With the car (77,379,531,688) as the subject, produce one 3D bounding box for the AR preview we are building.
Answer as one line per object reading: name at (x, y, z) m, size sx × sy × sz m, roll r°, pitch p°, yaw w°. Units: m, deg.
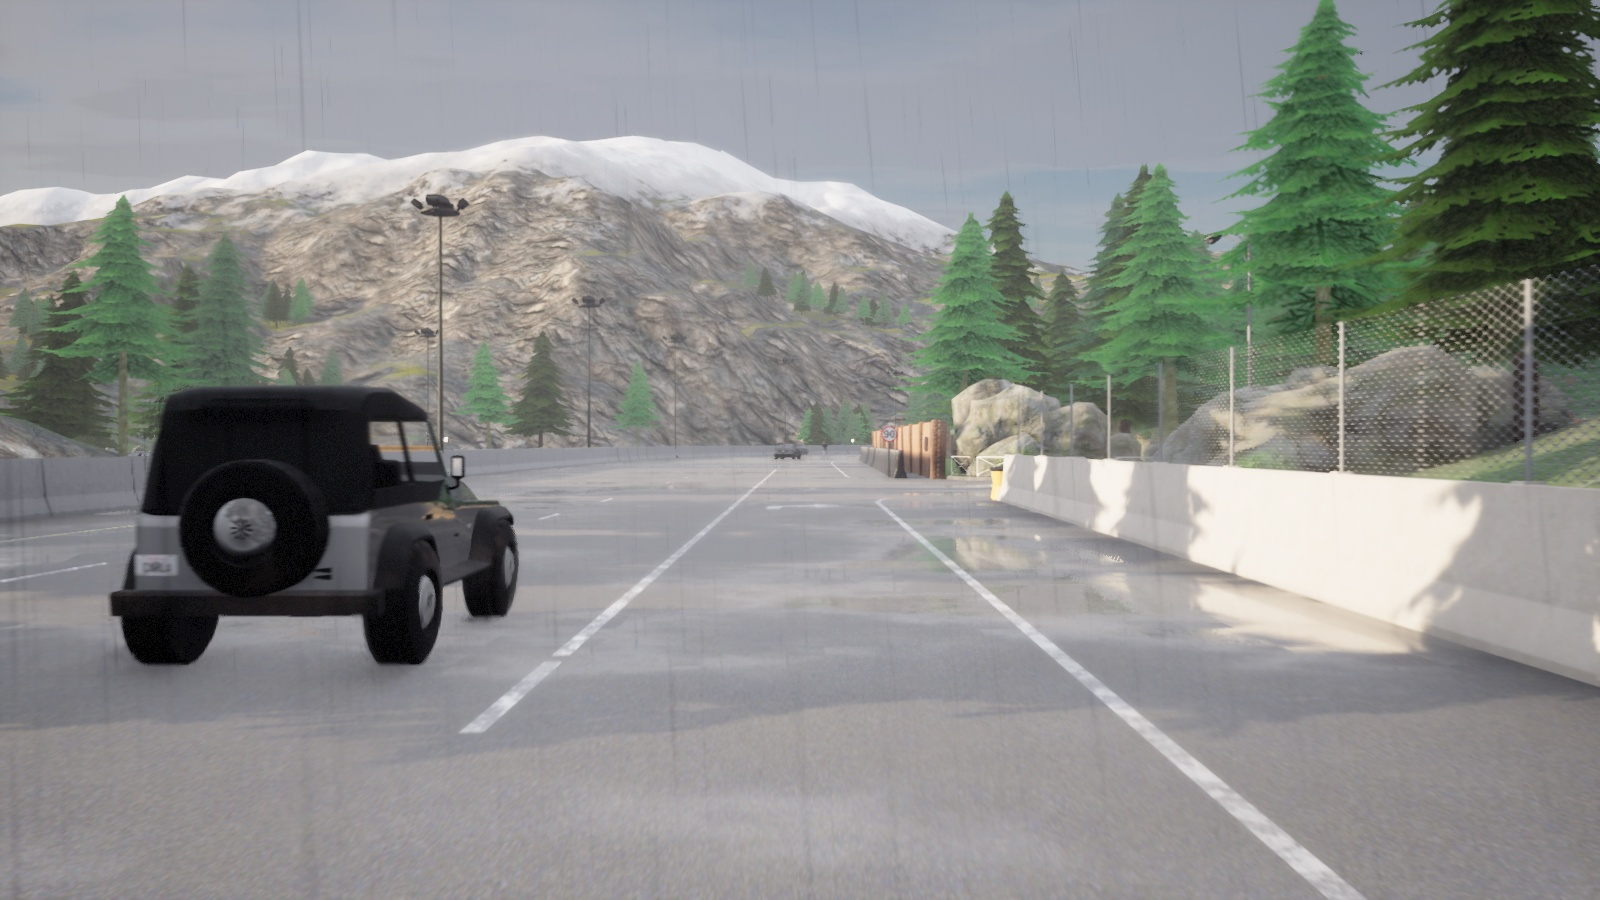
car at (-3.430, 0.487, 9.563) m, size 1.905 × 1.878 × 3.866 m, roll 0°, pitch 1°, yaw 0°
